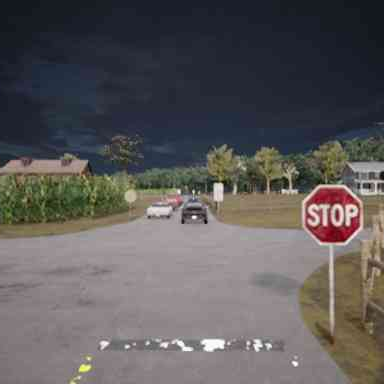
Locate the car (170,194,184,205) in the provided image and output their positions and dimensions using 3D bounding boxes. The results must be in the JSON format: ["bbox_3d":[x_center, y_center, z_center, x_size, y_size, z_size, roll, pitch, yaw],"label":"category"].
[{"bbox_3d":[-2.570,1.294,58.403,2.097,1.767,4.553,0,0,1],"label":"car"}]

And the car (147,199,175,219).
[{"bbox_3d":[-2.755,1.576,29.092,1.895,1.301,4.718,0,0,0],"label":"car"}]

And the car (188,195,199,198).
[{"bbox_3d":[0.291,1.290,61.589,2.097,1.767,4.553,0,0,0],"label":"car"}]

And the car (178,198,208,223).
[{"bbox_3d":[0.172,1.479,25.286,1.837,1.490,4.892,0,0,0],"label":"car"}]

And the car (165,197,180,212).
[{"bbox_3d":[-2.713,1.564,38.682,1.895,1.301,4.718,0,0,0],"label":"car"}]

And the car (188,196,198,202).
[{"bbox_3d":[0.247,1.481,71.827,1.994,1.385,4.181,0,0,0],"label":"car"}]

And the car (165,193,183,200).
[{"bbox_3d":[-2.667,1.173,48.462,2.150,2.045,5.566,0,0,0],"label":"car"}]
